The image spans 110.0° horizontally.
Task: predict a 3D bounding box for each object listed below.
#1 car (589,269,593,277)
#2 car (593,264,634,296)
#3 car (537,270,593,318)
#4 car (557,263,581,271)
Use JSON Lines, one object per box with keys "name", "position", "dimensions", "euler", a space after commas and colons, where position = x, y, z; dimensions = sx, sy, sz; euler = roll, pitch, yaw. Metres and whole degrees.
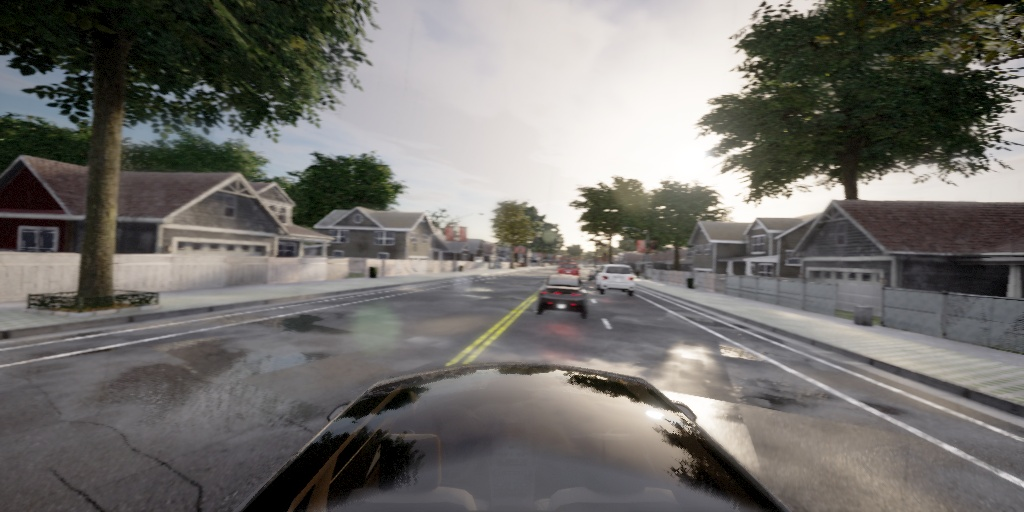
{"name": "car", "position": [9.955, 2.271, 41.931], "dimensions": [1.812, 1.442, 4.674], "euler": [3, -1, 9]}
{"name": "car", "position": [7.195, 1.618, 25.355], "dimensions": [2.150, 2.045, 5.566], "euler": [3, 0, 9]}
{"name": "car", "position": [2.119, 1.524, 14.749], "dimensions": [1.837, 1.490, 4.892], "euler": [3, -1, 10]}
{"name": "car", "position": [5.795, 1.702, 36.734], "dimensions": [2.150, 2.045, 5.566], "euler": [3, -1, 9]}
